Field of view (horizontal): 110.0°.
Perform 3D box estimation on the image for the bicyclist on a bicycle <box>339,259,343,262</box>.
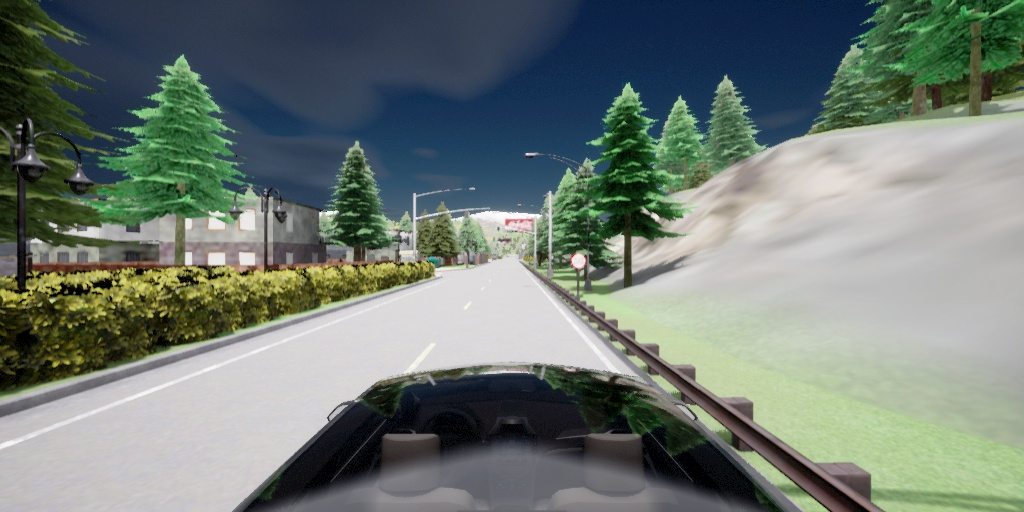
[{"bbox_3d":[-23.135,1.180,48.535,0.582,1.620,1.656,0,0,7],"label":"bicyclist on a bicycle"}]
